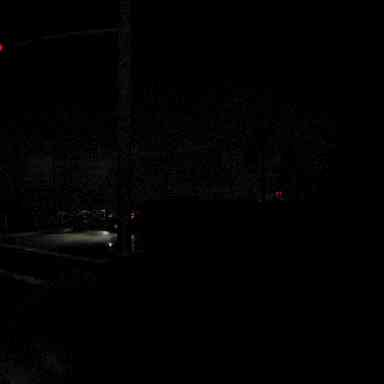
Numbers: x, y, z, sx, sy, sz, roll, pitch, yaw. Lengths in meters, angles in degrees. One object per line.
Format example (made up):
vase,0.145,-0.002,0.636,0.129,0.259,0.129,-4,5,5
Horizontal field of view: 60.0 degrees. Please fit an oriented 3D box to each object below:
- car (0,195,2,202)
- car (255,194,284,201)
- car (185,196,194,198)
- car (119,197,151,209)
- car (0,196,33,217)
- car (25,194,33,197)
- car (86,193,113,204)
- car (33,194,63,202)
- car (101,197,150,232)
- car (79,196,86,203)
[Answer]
car,-41.354,1.294,67.501,2.007,1.523,4.514,0,0,35
car,8.482,1.221,37.001,2.150,2.045,5.566,0,0,35
car,-0.722,1.372,48.117,1.845,1.501,3.633,0,0,35
car,-7.442,1.382,43.781,1.970,1.475,3.806,0,0,35
car,-15.753,1.338,26.860,2.007,1.523,4.514,0,0,35
car,-34.292,1.228,71.139,1.970,1.475,3.806,0,0,35
car,-15.813,1.095,58.963,1.932,1.855,4.605,0,0,35
car,-28.866,1.150,67.696,2.152,1.636,5.027,0,0,35
car,-2.990,1.351,20.515,2.097,1.767,4.553,0,0,35
car,-18.423,1.074,60.305,1.905,1.878,3.866,0,0,35
